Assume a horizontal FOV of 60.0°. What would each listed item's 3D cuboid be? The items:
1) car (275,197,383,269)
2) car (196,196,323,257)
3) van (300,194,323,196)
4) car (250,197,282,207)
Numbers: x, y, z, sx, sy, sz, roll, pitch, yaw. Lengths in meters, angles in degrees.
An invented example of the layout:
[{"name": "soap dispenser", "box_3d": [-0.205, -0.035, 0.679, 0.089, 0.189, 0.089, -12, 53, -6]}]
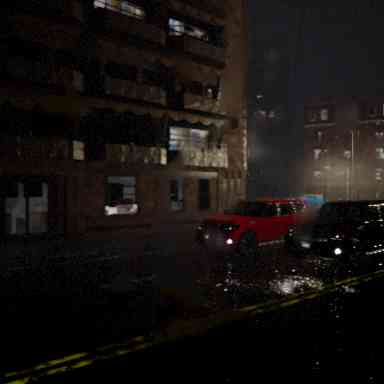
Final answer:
[{"name": "car", "box_3d": [5.724, 1.311, 11.891, 5.566, 2.045, 2.150, 1, 0, -36]}, {"name": "car", "box_3d": [2.789, 1.305, 13.760, 5.566, 2.045, 2.150, 1, 0, -36]}, {"name": "van", "box_3d": [18.985, 1.251, 53.130, 3.998, 1.788, 1.690, 1, -1, 22]}, {"name": "car", "box_3d": [10.531, 1.401, 47.495, 4.206, 1.307, 1.802, 1, -1, 22]}]
